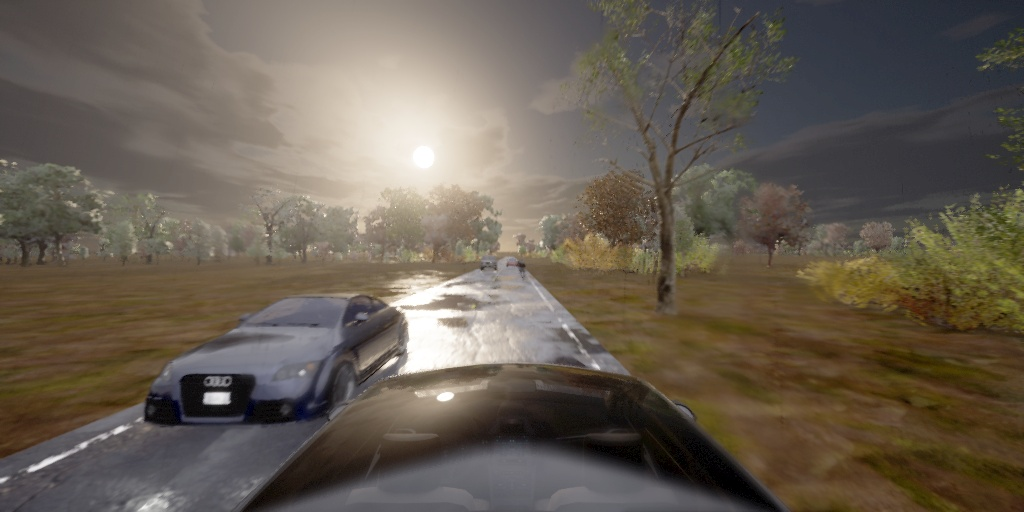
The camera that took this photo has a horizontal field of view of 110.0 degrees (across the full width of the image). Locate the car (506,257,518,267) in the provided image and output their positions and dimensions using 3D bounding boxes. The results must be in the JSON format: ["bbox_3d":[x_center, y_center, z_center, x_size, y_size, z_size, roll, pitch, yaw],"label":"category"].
[{"bbox_3d":[0.026,1.183,64.098,1.994,1.385,4.181,0,0,1],"label":"car"}]

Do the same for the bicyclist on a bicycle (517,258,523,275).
[{"bbox_3d":[0.818,1.056,36.824,0.659,1.776,1.843,0,0,0],"label":"bicyclist on a bicycle"}]

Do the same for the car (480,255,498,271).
[{"bbox_3d":[-3.055,0.879,48.045,2.150,2.045,5.566,0,0,1],"label":"car"}]

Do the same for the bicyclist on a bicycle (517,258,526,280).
[{"bbox_3d":[0.820,1.074,27.824,0.659,1.776,1.843,0,0,0],"label":"bicyclist on a bicycle"}]

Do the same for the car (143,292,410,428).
[{"bbox_3d":[-3.099,1.308,5.760,1.994,1.385,4.181,0,0,0],"label":"car"}]
